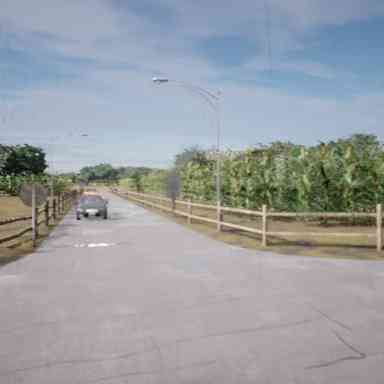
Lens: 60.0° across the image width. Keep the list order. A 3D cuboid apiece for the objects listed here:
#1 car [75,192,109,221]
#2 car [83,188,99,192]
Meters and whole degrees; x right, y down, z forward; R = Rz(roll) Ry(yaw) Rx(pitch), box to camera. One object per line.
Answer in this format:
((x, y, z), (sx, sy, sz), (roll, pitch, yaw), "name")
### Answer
((-6.721, 1.010, 22.328), (2.128, 1.511, 4.902), (-1, 1, -17), "car")
((-14.208, 0.230, 46.939), (2.097, 1.767, 4.553), (-1, 1, -17), "car")
